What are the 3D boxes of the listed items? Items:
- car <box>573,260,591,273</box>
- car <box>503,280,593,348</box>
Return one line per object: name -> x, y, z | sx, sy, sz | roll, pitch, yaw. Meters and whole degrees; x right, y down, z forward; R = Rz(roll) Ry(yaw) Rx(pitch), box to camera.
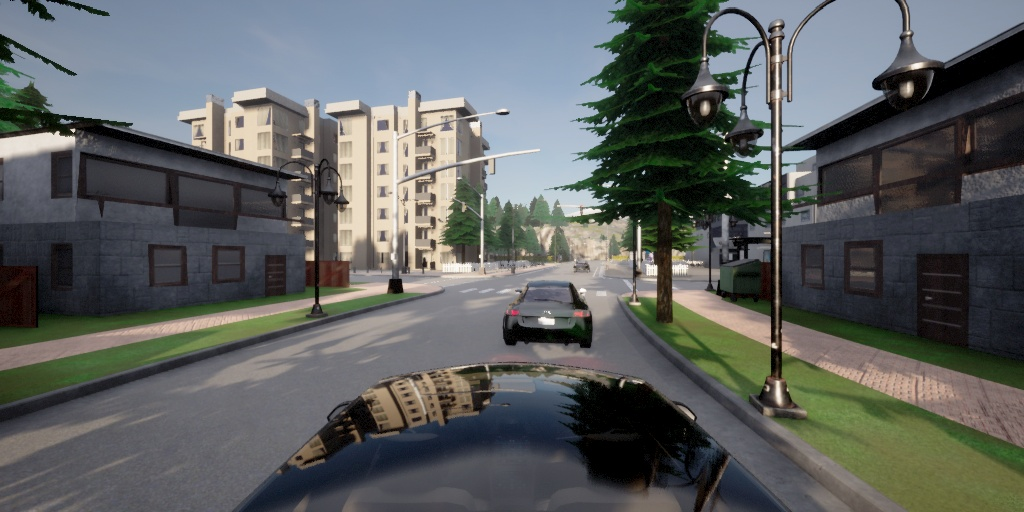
car -> 8.746, 1.276, 44.880 | 2.128, 1.511, 4.902 | 0, 0, 14
car -> 0.997, 1.314, 9.335 | 1.994, 1.385, 4.181 | 0, 0, 8
